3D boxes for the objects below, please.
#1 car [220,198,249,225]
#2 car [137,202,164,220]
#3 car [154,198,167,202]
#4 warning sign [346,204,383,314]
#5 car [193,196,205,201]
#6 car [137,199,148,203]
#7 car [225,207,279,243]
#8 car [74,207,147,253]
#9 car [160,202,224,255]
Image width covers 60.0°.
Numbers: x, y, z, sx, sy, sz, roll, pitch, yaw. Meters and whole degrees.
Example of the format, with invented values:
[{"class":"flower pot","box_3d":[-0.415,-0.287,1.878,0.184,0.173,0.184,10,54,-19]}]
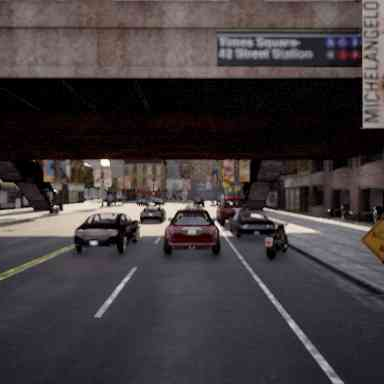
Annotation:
[{"class":"car","box_3d":[3.176,1.471,26.200,2.435,2.045,5.566,0,-1,0]},{"class":"car","box_3d":[-3.373,1.835,29.280,1.994,1.385,4.181,0,0,0]},{"class":"car","box_3d":[-6.910,2.191,70.644,2.033,1.411,5.357,0,-1,0]},{"class":"warning sign","box_3d":[3.799,1.174,6.254,1.300,1.860,1.060,0,-1,0]},{"class":"car","box_3d":[1.323,1.836,66.283,2.150,2.045,5.566,0,-1,0]},{"class":"car","box_3d":[-10.408,2.186,70.106,2.033,1.411,5.357,0,-1,0]},{"class":"car","box_3d":[3.222,1.769,18.801,1.895,1.301,4.718,0,-1,0]},{"class":"car","box_3d":[-3.478,1.625,14.279,2.128,1.511,4.902,0,0,1]},{"class":"car","box_3d":[0.019,1.480,14.037,2.097,1.767,4.553,0,-1,1]}]
